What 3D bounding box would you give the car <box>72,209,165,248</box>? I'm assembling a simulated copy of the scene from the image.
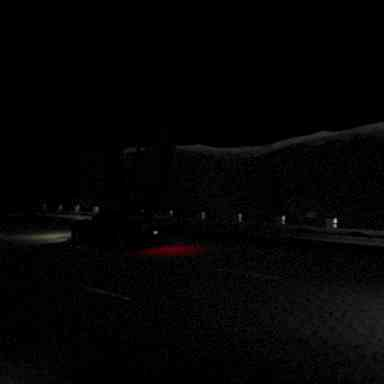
[{"bbox_3d":[-3.506,1.545,15.302,5.008,1.535,1.882,0,0,36],"label":"car"}]
